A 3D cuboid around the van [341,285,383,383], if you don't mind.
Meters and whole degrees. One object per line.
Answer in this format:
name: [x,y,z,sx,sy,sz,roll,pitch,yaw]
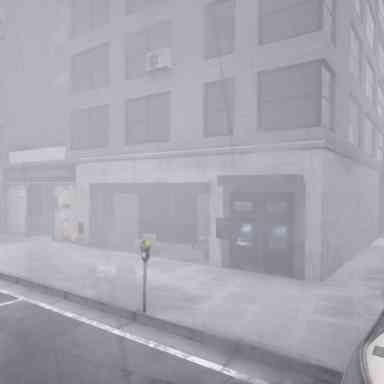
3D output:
van: [2.592,1.342,1.095,3.998,1.788,1.690,0,1,36]
